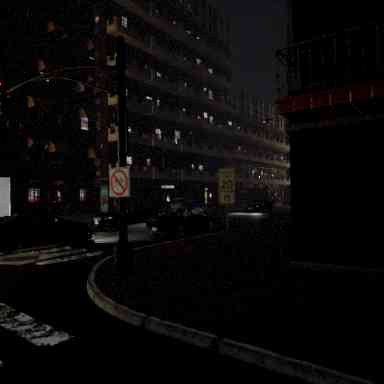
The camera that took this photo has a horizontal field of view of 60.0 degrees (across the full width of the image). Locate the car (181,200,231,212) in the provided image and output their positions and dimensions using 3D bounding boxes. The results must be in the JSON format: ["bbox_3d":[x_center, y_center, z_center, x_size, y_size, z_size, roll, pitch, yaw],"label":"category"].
[{"bbox_3d":[1.404,1.574,28.608,1.895,1.301,4.718,-1,-1,36],"label":"car"}]

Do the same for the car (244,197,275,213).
[{"bbox_3d":[7.458,1.478,37.012,1.812,1.442,4.674,-1,-1,36],"label":"car"}]

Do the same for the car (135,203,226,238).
[{"bbox_3d":[-0.433,1.435,16.780,2.008,1.369,4.403,-1,-1,36],"label":"car"}]

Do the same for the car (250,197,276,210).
[{"bbox_3d":[9.428,1.431,43.993,1.967,1.590,4.097,-1,-1,36],"label":"car"}]

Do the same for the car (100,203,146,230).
[{"bbox_3d":[-4.063,1.486,21.028,2.128,1.511,4.902,-1,-1,35],"label":"car"}]

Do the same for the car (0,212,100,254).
[{"bbox_3d":[-6.237,1.523,13.519,1.994,1.385,4.181,-1,-1,44],"label":"car"}]

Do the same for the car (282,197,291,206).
[{"bbox_3d":[15.835,1.496,52.899,1.752,1.417,4.829,-1,-1,36],"label":"car"}]

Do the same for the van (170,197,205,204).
[{"bbox_3d":[-0.330,1.365,30.425,1.690,1.788,3.998,-1,-1,36],"label":"van"}]
